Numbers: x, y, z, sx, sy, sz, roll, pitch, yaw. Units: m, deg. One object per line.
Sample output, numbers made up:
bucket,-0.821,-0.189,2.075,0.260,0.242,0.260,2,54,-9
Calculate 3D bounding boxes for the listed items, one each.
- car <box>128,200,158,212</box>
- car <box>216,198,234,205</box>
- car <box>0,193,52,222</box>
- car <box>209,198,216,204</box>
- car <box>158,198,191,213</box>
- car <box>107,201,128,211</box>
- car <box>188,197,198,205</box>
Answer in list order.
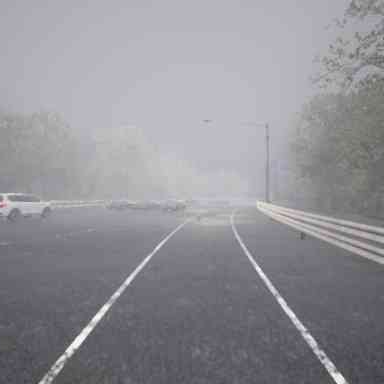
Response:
car,-5.425,1.700,40.948,2.033,1.411,5.357,0,-1,15
car,7.693,2.207,76.450,2.128,1.511,4.902,0,-1,15
car,-13.202,1.134,25.464,2.150,2.045,5.566,0,-1,15
car,5.359,2.267,81.268,2.033,1.411,5.357,0,-1,15
car,-2.032,1.778,40.024,1.895,1.301,4.718,0,-1,15
car,-8.778,1.744,41.956,1.895,1.301,4.718,0,-1,15
car,-0.099,1.962,74.405,2.097,1.767,4.553,0,-1,15
